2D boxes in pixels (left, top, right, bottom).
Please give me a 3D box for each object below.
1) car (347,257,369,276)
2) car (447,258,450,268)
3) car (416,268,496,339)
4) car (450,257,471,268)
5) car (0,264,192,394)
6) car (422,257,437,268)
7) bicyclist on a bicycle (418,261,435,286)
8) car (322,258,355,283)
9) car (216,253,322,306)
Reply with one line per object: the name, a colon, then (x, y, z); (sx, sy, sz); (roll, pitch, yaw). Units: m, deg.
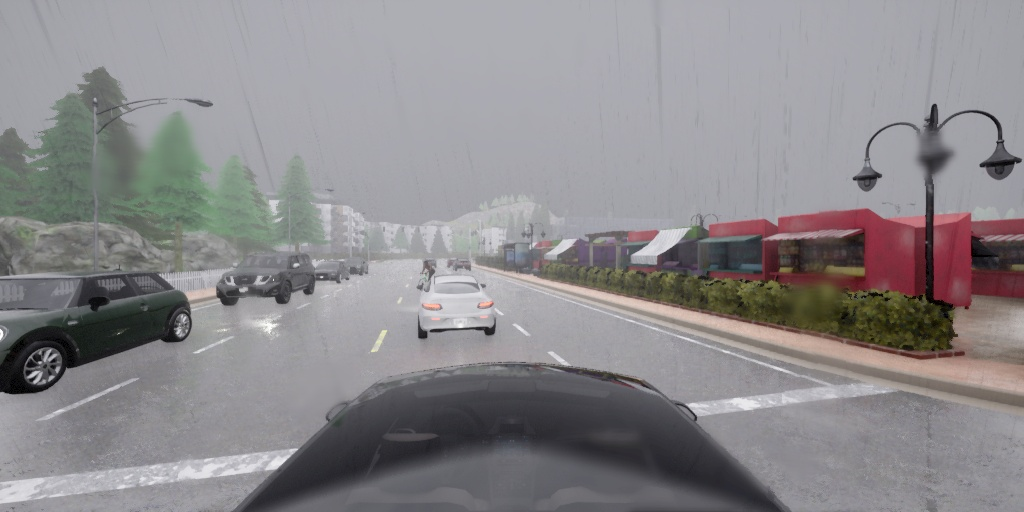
car: (-14.730, 0.877, 33.312); (2.097, 1.767, 4.553); (0, 0, -14)
car: (-8.291, 0.872, 51.372); (1.882, 1.535, 5.008); (0, 0, -14)
car: (-1.631, 1.224, 9.936); (1.812, 1.442, 4.674); (0, 0, -13)
car: (-5.955, 0.966, 42.330); (1.837, 1.490, 4.892); (0, 0, -14)
car: (-8.115, 1.076, 6.332); (2.097, 1.767, 4.553); (0, 0, -13)
car: (-11.681, 0.903, 50.825); (1.837, 1.490, 4.892); (0, 0, -14)
bicyclist on a bicycle: (-4.626, 1.079, 19.737); (0.582, 1.620, 1.656); (0, 1, 24)
car: (-12.778, 1.089, 25.345); (1.837, 1.490, 4.892); (0, 0, -14)
car: (-10.412, 0.876, 15.741); (2.150, 2.045, 5.566); (0, 0, -14)
